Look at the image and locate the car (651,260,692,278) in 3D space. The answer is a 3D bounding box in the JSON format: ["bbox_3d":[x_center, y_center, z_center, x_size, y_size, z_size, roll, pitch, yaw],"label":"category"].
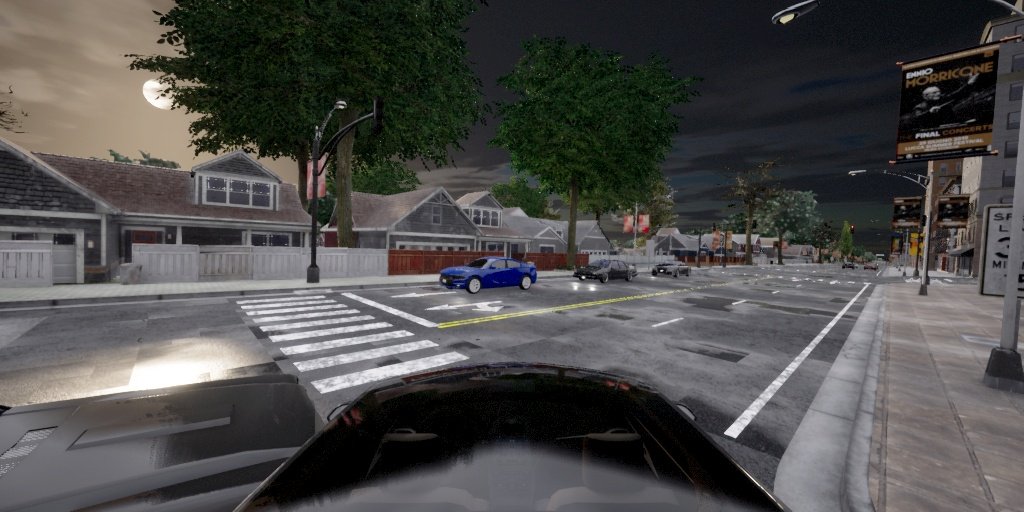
[{"bbox_3d":[13.509,1.024,30.276,4.181,1.385,1.994,1,2,-44],"label":"car"}]

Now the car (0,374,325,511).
[{"bbox_3d":[-3.317,1.273,1.403,4.718,1.301,1.895,1,2,-33],"label":"car"}]

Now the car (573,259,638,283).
[{"bbox_3d":[6.249,0.924,23.421,5.357,1.411,2.033,1,2,-43],"label":"car"}]

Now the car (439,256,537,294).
[{"bbox_3d":[-0.980,0.776,16.567,5.008,1.535,1.882,1,3,-43],"label":"car"}]
